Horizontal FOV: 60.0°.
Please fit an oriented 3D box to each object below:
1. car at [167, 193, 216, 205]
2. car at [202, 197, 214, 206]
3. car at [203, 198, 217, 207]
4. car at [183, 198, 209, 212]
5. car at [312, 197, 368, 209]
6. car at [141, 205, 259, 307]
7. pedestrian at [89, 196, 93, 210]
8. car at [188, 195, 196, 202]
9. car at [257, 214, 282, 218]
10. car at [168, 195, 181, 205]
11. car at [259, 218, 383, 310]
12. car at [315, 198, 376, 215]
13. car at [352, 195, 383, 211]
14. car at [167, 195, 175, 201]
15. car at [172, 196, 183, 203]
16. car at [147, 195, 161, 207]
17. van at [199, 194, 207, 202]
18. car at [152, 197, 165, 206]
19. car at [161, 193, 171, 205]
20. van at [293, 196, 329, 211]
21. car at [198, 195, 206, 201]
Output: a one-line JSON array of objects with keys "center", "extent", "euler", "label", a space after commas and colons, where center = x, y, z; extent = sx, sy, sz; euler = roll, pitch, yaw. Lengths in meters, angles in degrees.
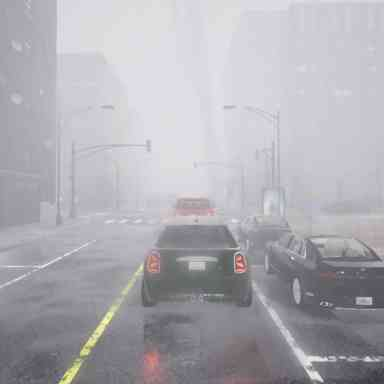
[{"center": [0.082, 1.228, 17.601], "extent": [2.150, 2.045, 5.566], "euler": [0, 0, 0], "label": "car"}, {"center": [2.683, 1.603, 56.967], "extent": [1.802, 1.307, 4.206], "euler": [1, 0, 0], "label": "car"}, {"center": [2.684, 1.585, 51.396], "extent": [1.947, 1.339, 4.313], "euler": [1, 0, 0], "label": "car"}, {"center": [0.477, 1.574, 42.357], "extent": [1.812, 1.442, 4.674], "euler": [-2, 1, -19], "label": "car"}, {"center": [15.891, 1.501, 35.620], "extent": [4.718, 1.301, 1.895], "euler": [0, -1, 0], "label": "car"}, {"center": [0.098, 1.354, 8.130], "extent": [2.097, 1.767, 4.553], "euler": [0, 0, 0], "label": "car"}, {"center": [-12.542, 1.348, 41.356], "extent": [0.375, 1.860, 0.375], "euler": [0, 0, 0], "label": "pedestrian"}, {"center": [-0.015, 1.530, 75.319], "extent": [1.837, 1.490, 4.892], "euler": [0, 0, 0], "label": "car"}, {"center": [2.826, 1.555, 13.204], "extent": [2.008, 1.369, 4.403], "euler": [1, 0, 0], "label": "car"}, {"center": [-3.088, 1.375, 60.655], "extent": [2.097, 1.767, 4.553], "euler": [0, 0, 0], "label": "car"}, {"center": [2.828, 1.553, 7.634], "extent": [2.008, 1.369, 4.403], "euler": [1, 0, 0], "label": "car"}, {"center": [13.694, 1.413, 29.838], "extent": [4.206, 1.307, 1.802], "euler": [0, 0, 0], "label": "car"}, {"center": [19.279, 1.228, 38.182], "extent": [5.009, 1.841, 2.192], "euler": [0, 0, 0], "label": "car"}, {"center": [-5.708, 1.603, 90.431], "extent": [1.947, 1.339, 4.313], "euler": [1, 0, 0], "label": "car"}, {"center": [-3.023, 1.553, 70.725], "extent": [2.128, 1.511, 4.902], "euler": [0, 0, 0], "label": "car"}, {"center": [-5.692, 1.334, 51.434], "extent": [2.192, 1.841, 5.009], "euler": [1, 0, 0], "label": "car"}, {"center": [2.678, 1.373, 79.253], "extent": [1.690, 1.788, 3.998], "euler": [1, 0, 0], "label": "van"}, {"center": [-5.697, 1.566, 57.005], "extent": [1.887, 1.381, 4.507], "euler": [1, 0, 0], "label": "car"}, {"center": [-3.137, 1.240, 51.086], "extent": [2.150, 2.045, 5.566], "euler": [0, 0, 0], "label": "car"}, {"center": [13.752, 1.296, 38.220], "extent": [3.998, 1.788, 1.690], "euler": [0, 0, 0], "label": "van"}, {"center": [2.672, 1.582, 90.394], "extent": [1.887, 1.381, 4.507], "euler": [1, 0, 0], "label": "car"}]
